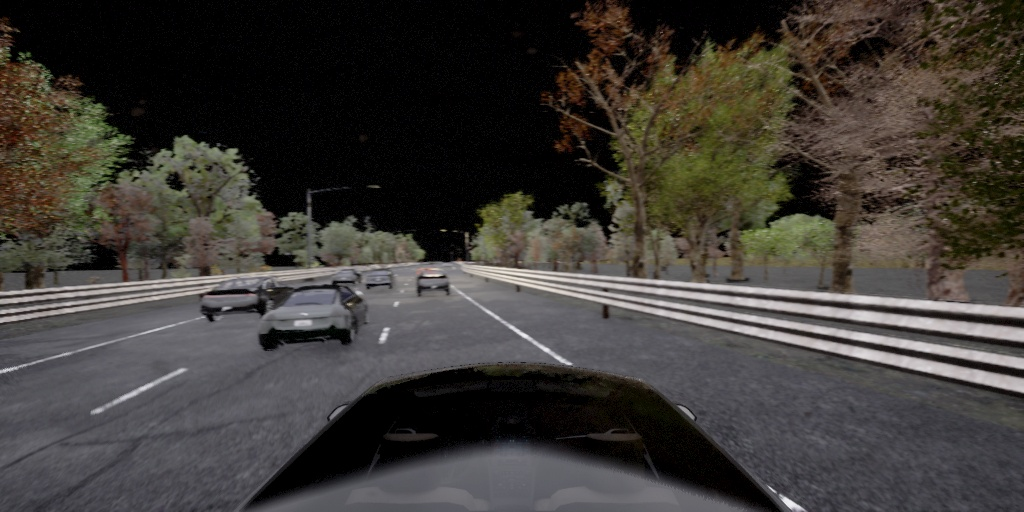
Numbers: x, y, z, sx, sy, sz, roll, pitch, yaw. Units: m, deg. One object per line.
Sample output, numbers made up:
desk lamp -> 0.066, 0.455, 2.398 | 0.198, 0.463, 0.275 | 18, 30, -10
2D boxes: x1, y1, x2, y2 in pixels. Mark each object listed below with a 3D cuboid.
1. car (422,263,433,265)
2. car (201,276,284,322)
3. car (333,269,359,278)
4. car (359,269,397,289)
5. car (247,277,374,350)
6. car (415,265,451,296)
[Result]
car -> -9.684, 1.647, 41.140 | 2.097, 1.767, 4.553 | -1, -1, -13
car -> -9.976, 1.556, 14.048 | 2.128, 1.511, 4.902 | -1, 0, -15
car -> -14.688, 1.885, 32.166 | 1.994, 1.385, 4.181 | -1, -1, -14
car -> -9.806, 1.719, 27.065 | 2.033, 1.411, 5.357 | -1, 0, -14
car -> -5.206, 1.492, 9.933 | 1.994, 1.385, 4.181 | -1, 0, -16
car -> -4.830, 1.511, 21.777 | 2.128, 1.511, 4.902 | -1, 0, -15
